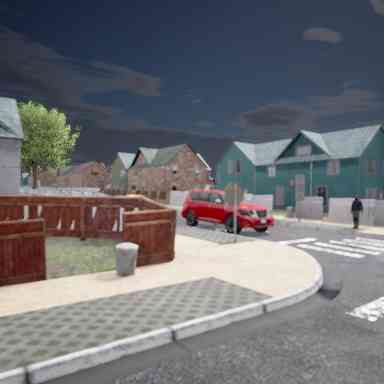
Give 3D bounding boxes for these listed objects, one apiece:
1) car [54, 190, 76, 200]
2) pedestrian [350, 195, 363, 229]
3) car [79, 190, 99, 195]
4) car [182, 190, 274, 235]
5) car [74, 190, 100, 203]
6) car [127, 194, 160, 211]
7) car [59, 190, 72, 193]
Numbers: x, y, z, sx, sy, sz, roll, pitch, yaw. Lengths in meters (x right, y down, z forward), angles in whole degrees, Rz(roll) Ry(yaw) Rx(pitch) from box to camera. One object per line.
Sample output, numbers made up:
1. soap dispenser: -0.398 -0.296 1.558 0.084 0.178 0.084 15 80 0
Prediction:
1. car: -20.230 0.387 52.916 2.033 1.411 5.357 1 1 -36
2. pedestrian: 8.722 1.032 17.662 0.375 1.860 0.375 3 -2 -36
3. car: -10.178 0.783 33.988 1.812 1.442 4.674 1 1 -35
4. car: 1.665 0.930 17.463 2.150 2.045 5.566 1 1 -36
5. car: -14.158 0.543 44.523 1.882 1.535 5.008 1 1 -35
6. car: -4.165 0.963 25.582 1.882 1.535 5.008 1 1 -36
7. car: -16.186 0.536 42.465 1.837 1.490 4.892 1 1 -35
